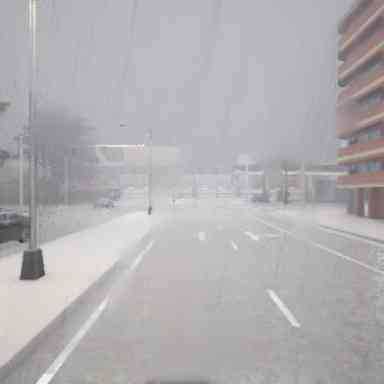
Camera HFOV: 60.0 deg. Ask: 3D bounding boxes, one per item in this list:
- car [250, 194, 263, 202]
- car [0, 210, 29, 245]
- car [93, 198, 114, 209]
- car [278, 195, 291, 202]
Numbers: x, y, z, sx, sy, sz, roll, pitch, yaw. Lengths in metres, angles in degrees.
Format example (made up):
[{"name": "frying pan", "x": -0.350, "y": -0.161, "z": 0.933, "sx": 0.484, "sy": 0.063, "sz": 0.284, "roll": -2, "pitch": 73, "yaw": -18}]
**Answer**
[{"name": "car", "x": 13.218, "y": 1.234, "z": 67.396, "sx": 2.242, "sy": 1.667, "sz": 4.611, "roll": 0, "pitch": 0, "yaw": 0}, {"name": "car", "x": -8.092, "y": 1.479, "z": 13.070, "sx": 2.128, "sy": 1.511, "sz": 4.902, "roll": 0, "pitch": 0, "yaw": 0}, {"name": "car", "x": -11.494, "y": 1.487, "z": 43.547, "sx": 1.812, "sy": 1.442, "sz": 4.674, "roll": 0, "pitch": 0, "yaw": 0}, {"name": "car", "x": 18.963, "y": 1.394, "z": 68.157, "sx": 1.970, "sy": 1.475, "sz": 3.806, "roll": 0, "pitch": 0, "yaw": 0}]
